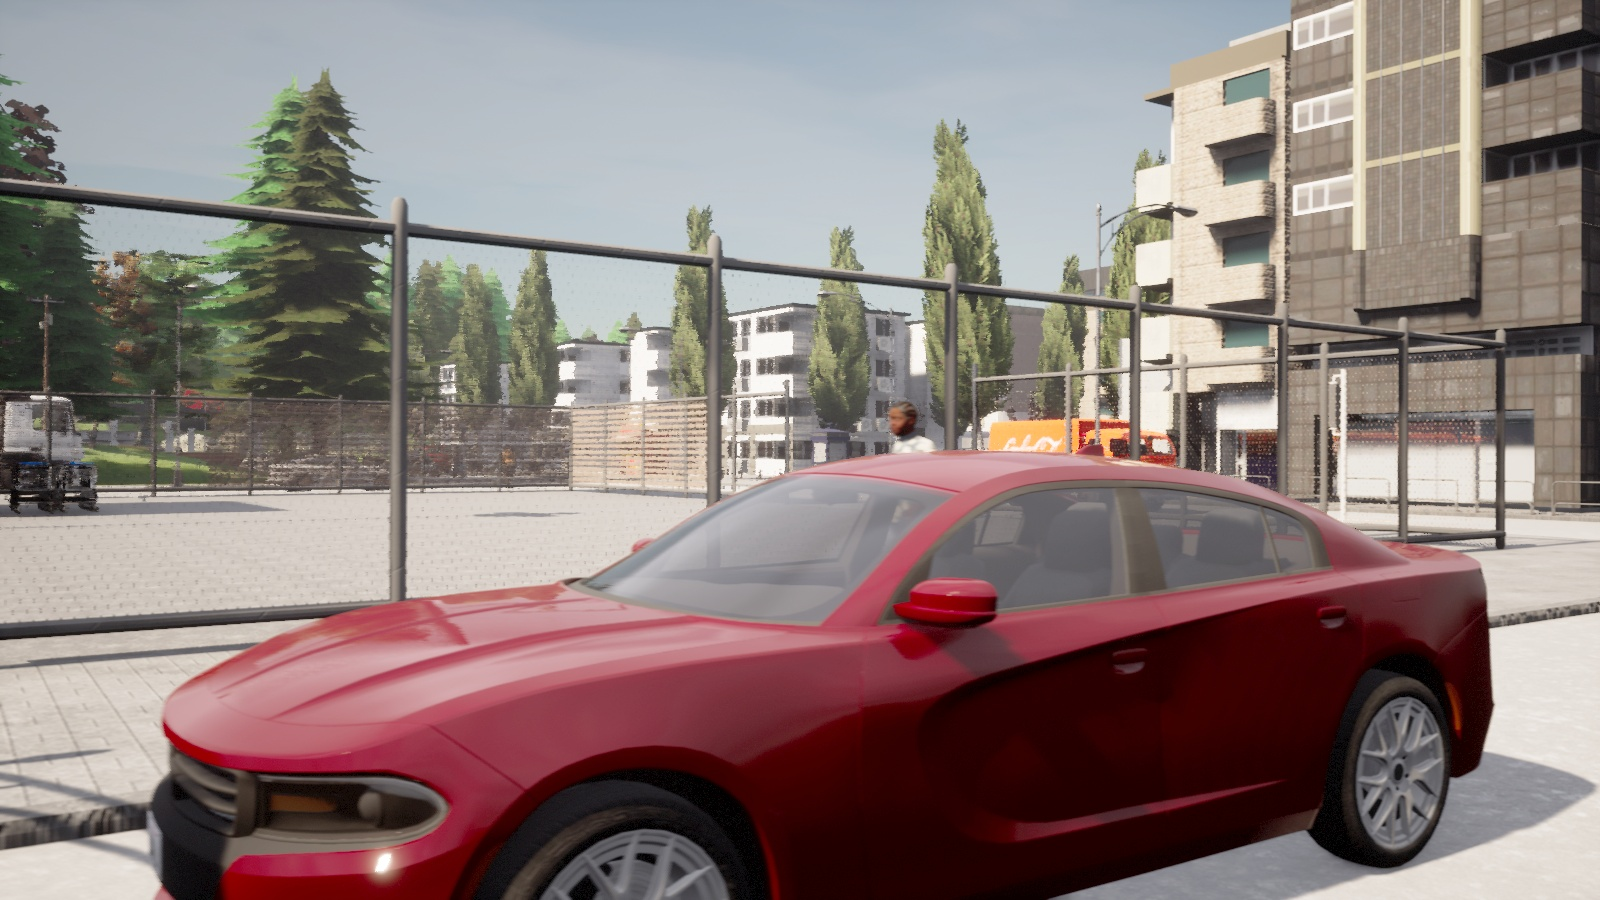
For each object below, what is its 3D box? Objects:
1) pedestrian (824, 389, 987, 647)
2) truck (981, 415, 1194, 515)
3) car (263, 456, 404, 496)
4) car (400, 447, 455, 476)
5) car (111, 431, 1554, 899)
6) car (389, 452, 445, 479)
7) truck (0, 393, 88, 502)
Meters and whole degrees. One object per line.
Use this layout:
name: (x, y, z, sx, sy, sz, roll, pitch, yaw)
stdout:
pedestrian: (0.805, 0.489, 9.641, 0.900, 1.855, 0.874, 0, 0, -33)
truck: (7.612, 0.377, 33.773, 2.627, 2.467, 5.204, 0, 0, -34)
car: (-17.520, 0.949, 47.248, 4.674, 1.442, 1.812, 0, 0, -35)
car: (-26.897, 0.803, 90.578, 2.150, 2.045, 5.566, 0, 0, -35)
car: (0.446, 0.738, 4.525, 5.008, 1.535, 1.882, 0, 0, -33)
car: (-24.429, 0.975, 79.971, 2.033, 1.649, 4.856, 0, 0, -35)
truck: (-27.556, -0.081, 40.309, 7.936, 3.462, 2.891, 0, 0, -35)
